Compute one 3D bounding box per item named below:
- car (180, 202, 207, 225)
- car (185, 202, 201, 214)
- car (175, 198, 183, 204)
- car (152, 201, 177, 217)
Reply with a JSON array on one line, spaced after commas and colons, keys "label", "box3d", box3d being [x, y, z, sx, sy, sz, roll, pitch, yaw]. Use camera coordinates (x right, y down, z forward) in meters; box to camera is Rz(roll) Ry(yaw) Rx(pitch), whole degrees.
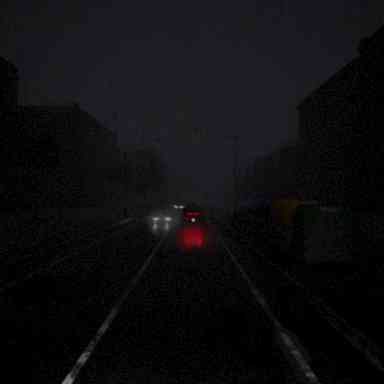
[{"label": "car", "box3d": [0.100, 1.796, 26.532, 1.837, 1.490, 4.892, 0, -1, 0]}, {"label": "car", "box3d": [0.092, 2.071, 42.982, 1.994, 1.385, 4.181, 0, -1, 0]}, {"label": "car", "box3d": [-3.017, 2.216, 77.697, 2.128, 1.511, 4.902, 0, 0, 0]}, {"label": "car", "box3d": [-3.103, 1.929, 35.782, 2.033, 1.411, 5.357, 0, -1, 0]}]
